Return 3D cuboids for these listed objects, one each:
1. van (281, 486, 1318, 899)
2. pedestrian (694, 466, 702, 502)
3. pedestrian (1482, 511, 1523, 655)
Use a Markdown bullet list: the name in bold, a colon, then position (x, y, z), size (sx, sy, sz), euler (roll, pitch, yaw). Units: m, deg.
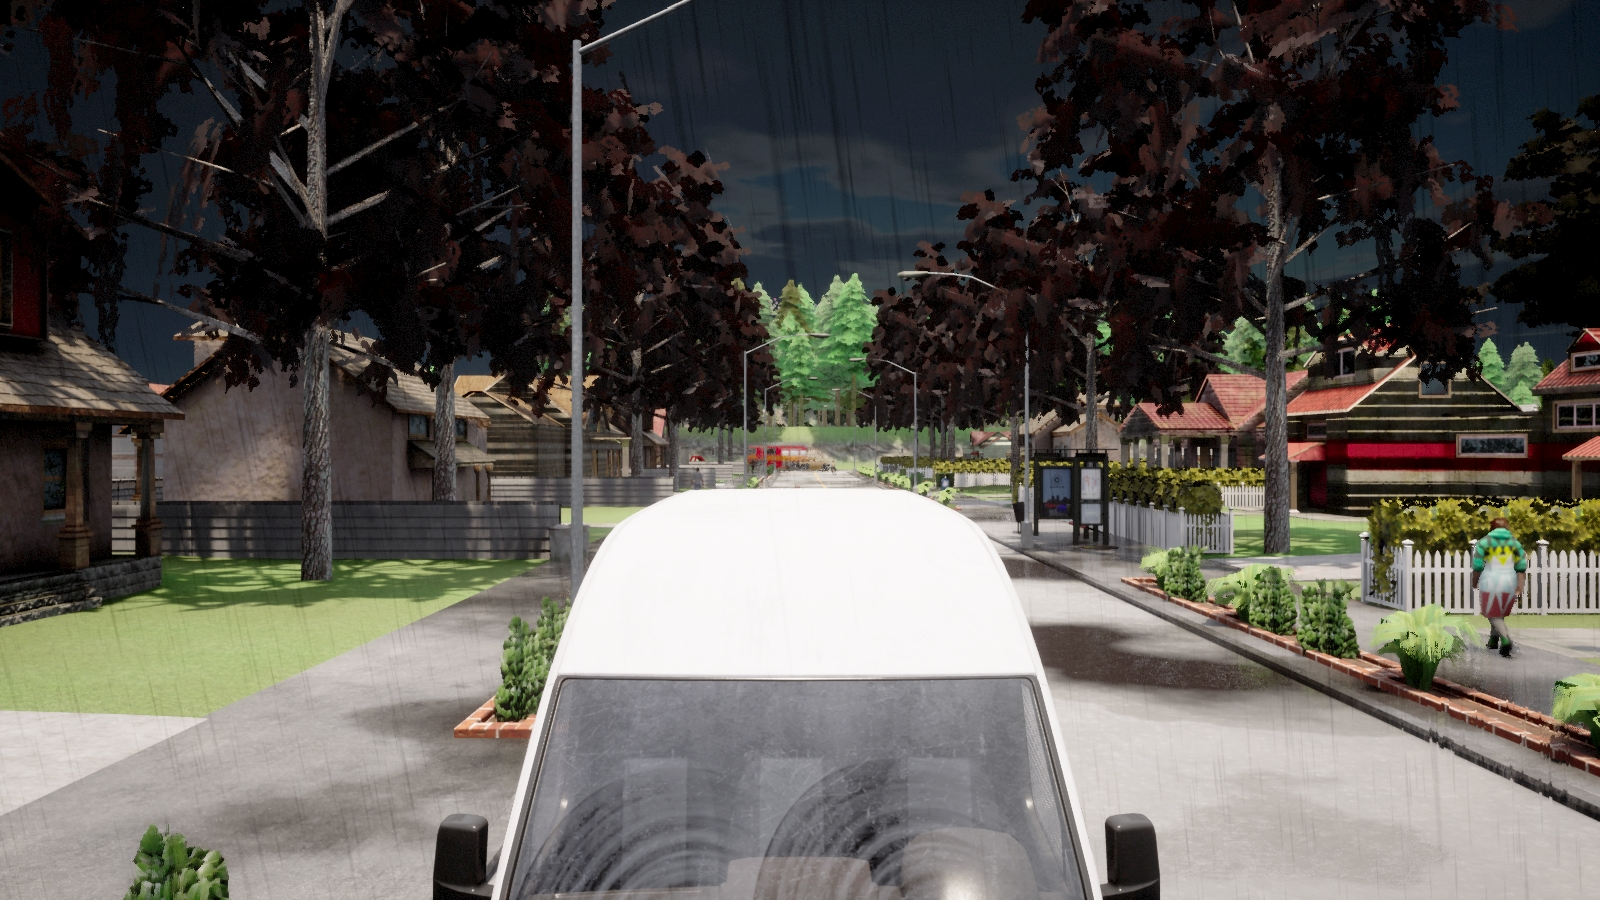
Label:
- **van**: position (-0.006, 1.534, 5.149), size (1.988, 2.561, 5.915), euler (0, 0, 0)
- **pedestrian**: position (-5.273, 1.743, 59.055), size (0.375, 1.860, 0.375), euler (0, 0, 3)
- **pedestrian**: position (9.290, 1.744, 15.120), size (0.375, 1.860, 0.375), euler (0, 0, 16)
